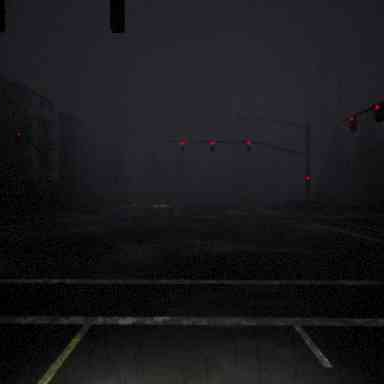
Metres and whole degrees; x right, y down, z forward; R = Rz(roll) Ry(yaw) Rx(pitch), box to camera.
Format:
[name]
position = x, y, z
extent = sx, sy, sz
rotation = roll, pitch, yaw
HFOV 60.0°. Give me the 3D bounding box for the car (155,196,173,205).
[car]
position = -4.916, 1.405, 58.156
extent = 1.882, 1.535, 5.008
rotation = -1, 0, 16
